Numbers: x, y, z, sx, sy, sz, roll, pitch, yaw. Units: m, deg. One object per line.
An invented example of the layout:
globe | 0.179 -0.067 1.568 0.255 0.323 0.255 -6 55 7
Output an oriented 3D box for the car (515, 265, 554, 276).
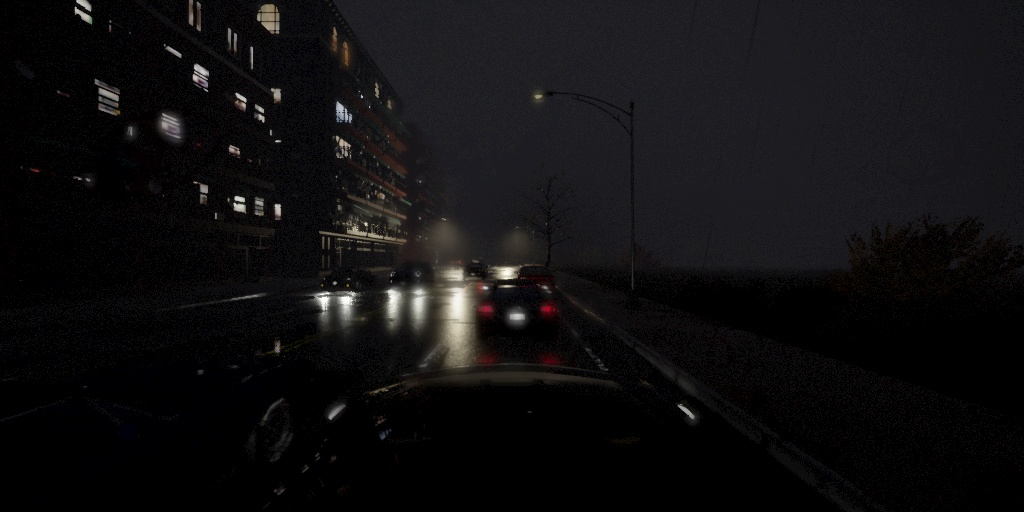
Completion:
car | 1.158 1.230 18.862 1.882 1.535 5.008 0 0 0

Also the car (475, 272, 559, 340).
car | 0.111 1.315 9.942 1.994 1.385 4.181 0 0 0

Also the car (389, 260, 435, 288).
car | -6.574 1.104 23.992 2.097 1.767 4.553 0 0 0

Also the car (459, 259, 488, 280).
car | -3.126 1.278 31.047 1.812 1.442 4.674 0 0 -1

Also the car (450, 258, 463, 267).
car | -9.725 1.101 64.201 2.097 1.767 4.553 0 0 1

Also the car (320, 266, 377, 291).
car | -9.825 1.316 21.880 1.994 1.385 4.181 0 0 0

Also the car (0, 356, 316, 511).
car | -3.155 1.351 1.925 1.895 1.301 4.718 0 0 0
